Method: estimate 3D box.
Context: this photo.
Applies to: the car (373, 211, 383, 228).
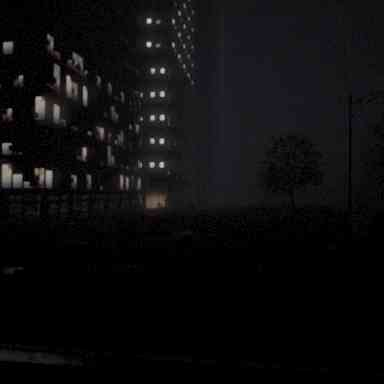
[{"bbox_3d":[13.274,1.775,21.053,1.895,1.301,4.718,0,-1,10],"label":"car"}]
